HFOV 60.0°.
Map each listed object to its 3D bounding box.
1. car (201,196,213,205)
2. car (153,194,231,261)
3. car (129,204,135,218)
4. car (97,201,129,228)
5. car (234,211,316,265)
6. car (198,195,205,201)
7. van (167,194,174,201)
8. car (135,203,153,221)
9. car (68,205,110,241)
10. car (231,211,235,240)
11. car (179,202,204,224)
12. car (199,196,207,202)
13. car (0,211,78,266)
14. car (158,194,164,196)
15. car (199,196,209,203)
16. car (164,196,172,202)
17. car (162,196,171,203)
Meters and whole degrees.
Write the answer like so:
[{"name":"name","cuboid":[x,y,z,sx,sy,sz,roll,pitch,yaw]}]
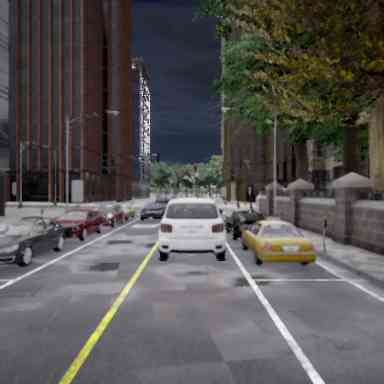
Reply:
[{"name":"car","cuboid":[2.704,1.517,59.733,1.967,1.590,4.097,0,0,0]},{"name":"car","cuboid":[0.025,1.237,12.505,2.150,2.045,5.566,0,0,0]},{"name":"car","cuboid":[-5.790,1.557,27.584,1.752,1.417,4.829,0,0,0]},{"name":"car","cuboid":[-5.785,1.466,22.298,1.967,1.590,4.097,0,0,0]},{"name":"car","cuboid":[2.751,1.538,11.564,1.752,1.417,4.829,0,0,0]},{"name":"car","cuboid":[2.673,1.657,92.528,1.752,1.417,4.829,0,0,0]},{"name":"van","cuboid":[-5.852,1.473,92.351,1.690,1.788,3.998,0,0,0]},{"name":"car","cuboid":[-3.050,1.579,27.527,2.033,1.411,5.357,0,0,0]},{"name":"car","cuboid":[-5.779,1.564,16.841,1.887,1.381,4.507,0,0,0]},{"name":"car","cuboid":[2.746,1.585,16.851,1.947,1.339,4.313,0,0,0]},{"name":"car","cuboid":[-0.001,1.556,26.086,1.812,1.442,4.674,0,0,0]},{"name":"car","cuboid":[2.684,1.657,81.483,1.887,1.381,4.507,0,0,0]},{"name":"car","cuboid":[-5.774,1.564,11.384,2.008,1.369,4.403,0,0,0]},{"name":"car","cuboid":[-5.826,1.401,65.163,2.192,1.841,5.009,0,0,0]},{"name":"car","cuboid":[2.689,1.654,76.045,2.008,1.369,4.403,0,0,0]},{"name":"car","cuboid":[-5.841,1.638,81.305,1.752,1.417,4.829,0,0,0]},{"name":"car","cuboid":[-5.836,1.685,76.037,1.802,1.307,4.206,0,0,0]}]
